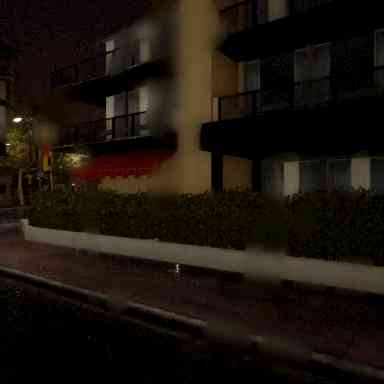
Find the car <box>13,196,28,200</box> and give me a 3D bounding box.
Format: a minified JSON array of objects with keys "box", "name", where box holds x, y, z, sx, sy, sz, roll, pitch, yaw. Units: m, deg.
[{"box":[-36.180,1.481,67.980,4.892,1.521,2.231,0,0,36],"name":"car"}]
